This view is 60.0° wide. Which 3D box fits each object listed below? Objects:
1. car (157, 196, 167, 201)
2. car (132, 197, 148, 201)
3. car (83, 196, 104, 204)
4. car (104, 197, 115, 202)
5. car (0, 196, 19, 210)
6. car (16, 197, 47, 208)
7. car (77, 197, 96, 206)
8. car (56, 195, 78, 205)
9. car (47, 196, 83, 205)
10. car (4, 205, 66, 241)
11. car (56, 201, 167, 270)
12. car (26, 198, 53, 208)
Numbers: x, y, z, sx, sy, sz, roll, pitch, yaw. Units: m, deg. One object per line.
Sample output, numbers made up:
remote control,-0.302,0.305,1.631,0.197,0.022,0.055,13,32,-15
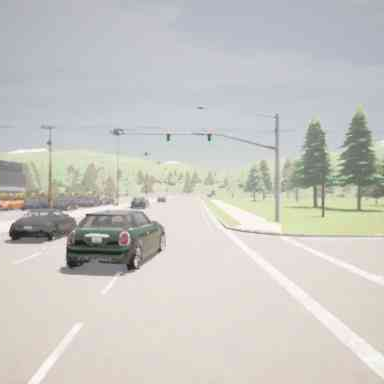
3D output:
car,-6.910,1.688,76.395,2.128,1.511,4.902,0,0,0
car,-7.239,1.437,46.626,2.097,1.767,4.553,0,0,1
car,-15.292,1.408,49.943,2.097,1.767,4.553,0,0,1
car,-15.145,1.574,59.946,2.128,1.511,4.902,0,0,1
car,-22.430,1.351,40.616,2.097,1.767,4.553,0,0,1
car,-18.934,1.579,40.405,1.994,1.385,4.181,0,0,1
car,-18.658,1.665,59.165,1.895,1.301,4.718,0,0,1
car,-22.158,1.400,59.105,2.097,1.767,4.553,0,0,1
car,-15.428,1.537,40.769,1.837,1.490,4.892,0,0,1
car,-7.369,1.573,16.869,1.994,1.385,4.181,0,0,-1
car,-2.331,1.370,11.367,2.097,1.767,4.553,0,0,9
car,-22.308,1.585,48.944,1.994,1.385,4.181,0,0,1
